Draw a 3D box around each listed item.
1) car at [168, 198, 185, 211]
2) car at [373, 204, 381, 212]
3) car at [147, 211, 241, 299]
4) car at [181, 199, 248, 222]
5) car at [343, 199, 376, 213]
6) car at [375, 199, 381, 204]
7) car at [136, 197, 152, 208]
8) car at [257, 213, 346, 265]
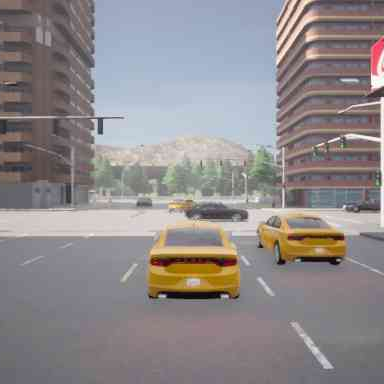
[{"bbox_3d":[-0.897,1.478,38.427,1.882,1.535,5.008,1,0,26],"label":"car"},{"bbox_3d":[3.600,1.222,1.792,2.150,2.045,5.566,0,0,0],"label":"car"},{"bbox_3d":[0.050,1.478,8.497,1.882,1.535,5.008,0,0,1],"label":"car"},{"bbox_3d":[1.837,1.504,25.358,4.892,1.490,1.837,0,0,0],"label":"car"},{"bbox_3d":[18.972,1.491,36.154,4.902,1.511,2.128,0,0,0],"label":"car"},{"bbox_3d":[20.899,1.564,32.666,4.181,1.385,1.994,0,0,0],"label":"car"},{"bbox_3d":[-7.081,1.478,49.355,1.882,1.535,5.008,0,0,0],"label":"car"},{"bbox_3d":[3.567,1.478,11.735,1.882,1.535,5.008,0,0,0],"label":"car"}]
